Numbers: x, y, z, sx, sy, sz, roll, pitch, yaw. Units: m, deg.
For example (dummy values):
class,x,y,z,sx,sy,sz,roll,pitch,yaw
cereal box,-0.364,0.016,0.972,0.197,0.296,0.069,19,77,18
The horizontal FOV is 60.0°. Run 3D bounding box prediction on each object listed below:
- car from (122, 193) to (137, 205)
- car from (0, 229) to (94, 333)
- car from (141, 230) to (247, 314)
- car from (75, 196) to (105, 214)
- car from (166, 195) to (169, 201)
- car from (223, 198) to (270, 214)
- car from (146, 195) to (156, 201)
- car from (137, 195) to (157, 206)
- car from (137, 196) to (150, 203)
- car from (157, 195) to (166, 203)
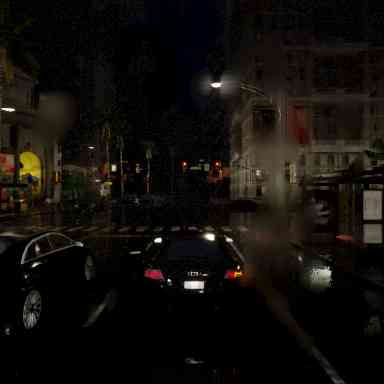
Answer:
class,x,y,z,sx,sy,sz,roll,pitch,yaw
car,-10.732,1.223,58.100,2.150,2.045,5.566,0,0,0
car,-3.461,1.492,6.772,2.128,1.511,4.902,0,0,0
car,0.043,1.564,7.710,1.994,1.385,4.181,0,0,0
car,-10.695,1.352,35.065,2.097,1.767,4.553,0,0,0
car,-7.108,1.524,84.531,1.812,1.442,4.674,0,0,3
car,5.941,1.526,35.355,4.674,1.442,1.812,0,1,12
car,-10.502,1.524,85.985,1.812,1.442,4.674,0,0,3
car,-7.163,1.477,53.294,1.882,1.535,5.008,0,0,-1
car,-10.696,1.540,73.308,2.033,1.411,5.357,0,0,0
car,-7.187,1.525,70.066,2.128,1.511,4.902,0,0,0
